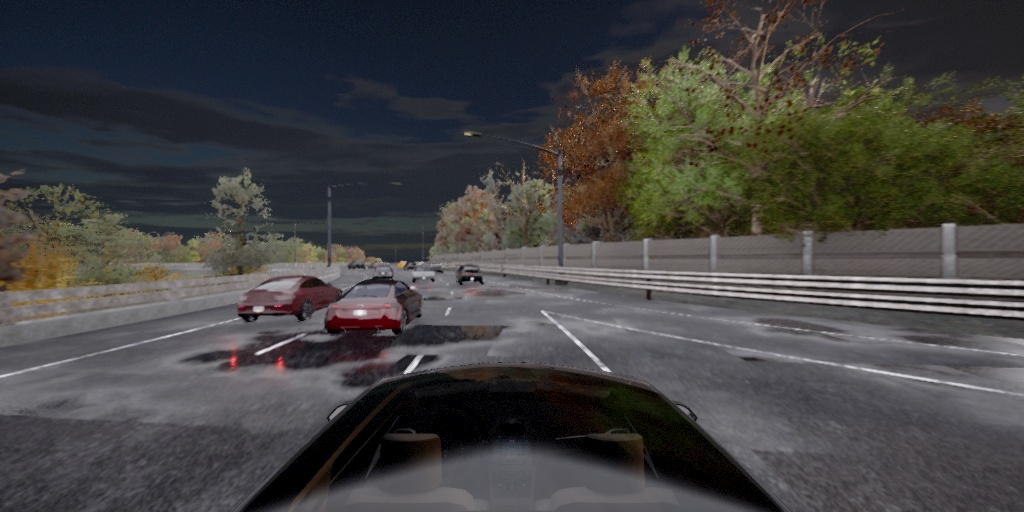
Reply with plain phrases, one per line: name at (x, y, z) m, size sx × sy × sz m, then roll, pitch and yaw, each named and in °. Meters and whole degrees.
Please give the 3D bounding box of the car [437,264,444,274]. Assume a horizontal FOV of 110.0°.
car at (-10.827, 1.778, 49.212) m, size 1.895 × 1.301 × 4.718 m, roll 0°, pitch 0°, yaw -25°

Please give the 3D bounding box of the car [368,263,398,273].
car at (-12.085, 1.615, 33.782) m, size 2.033 × 1.411 × 5.357 m, roll 0°, pitch 0°, yaw -18°

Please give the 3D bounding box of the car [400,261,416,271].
car at (-17.792, 1.827, 62.880) m, size 1.837 × 1.490 × 4.892 m, roll 0°, pitch -1°, yaw -27°

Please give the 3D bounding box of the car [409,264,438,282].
car at (-8.225, 1.639, 33.029) m, size 1.895 × 1.301 × 4.718 m, roll 0°, pitch 0°, yaw -17°

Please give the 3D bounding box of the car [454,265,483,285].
car at (-3.549, 1.485, 29.159) m, size 1.837 × 1.490 × 4.892 m, roll 0°, pitch -1°, yaw -14°

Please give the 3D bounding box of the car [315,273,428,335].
car at (-3.977, 1.409, 10.984) m, size 1.994 × 1.385 × 4.181 m, roll 0°, pitch 0°, yaw -5°

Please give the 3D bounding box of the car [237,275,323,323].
car at (-7.662, 1.407, 12.807) m, size 1.812 × 1.442 × 4.674 m, roll 0°, pitch 0°, yaw -6°
